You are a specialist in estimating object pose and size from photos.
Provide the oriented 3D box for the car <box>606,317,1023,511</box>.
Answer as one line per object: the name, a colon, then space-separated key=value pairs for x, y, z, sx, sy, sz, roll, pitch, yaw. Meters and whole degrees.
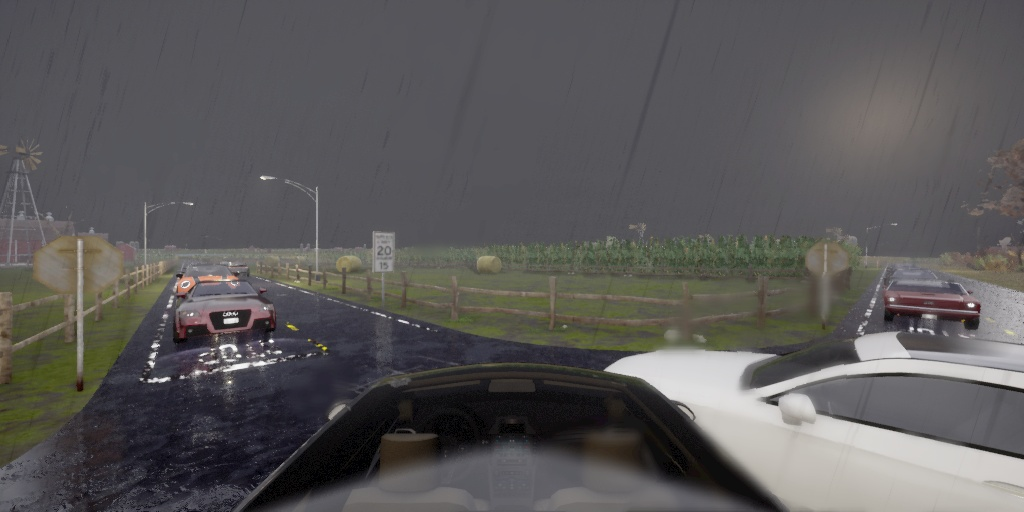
car: x=2.819 y=1.293 z=2.489 sx=1.812 sy=1.442 sz=4.674 roll=0 pitch=1 yaw=-44

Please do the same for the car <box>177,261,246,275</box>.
car: x=-13.869 y=1.148 z=16.401 sx=2.097 sy=1.767 sz=4.553 roll=0 pitch=0 yaw=-42

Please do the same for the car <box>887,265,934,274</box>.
car: x=20.427 y=1.364 z=18.282 sx=5.357 sy=1.411 sz=2.033 roll=0 pitch=1 yaw=-43

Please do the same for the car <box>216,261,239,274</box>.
car: x=-34.107 y=1.325 z=42.897 sx=1.837 sy=1.490 sz=4.892 roll=0 pitch=0 yaw=-42

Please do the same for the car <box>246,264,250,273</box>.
car: x=-27.316 y=1.300 z=35.504 sx=2.128 sy=1.511 sz=4.902 roll=0 pitch=0 yaw=-42

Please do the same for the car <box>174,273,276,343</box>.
car: x=-8.031 y=1.359 z=9.973 sx=1.994 sy=1.385 sz=4.181 roll=0 pitch=0 yaw=-43

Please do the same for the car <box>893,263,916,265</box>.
car: x=27.122 y=1.402 z=24.600 sx=4.181 sy=1.385 sz=1.994 roll=0 pitch=1 yaw=-43

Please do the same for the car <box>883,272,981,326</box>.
car: x=13.412 y=1.398 z=11.651 sx=4.718 sy=1.301 sz=1.895 roll=0 pitch=1 yaw=-44
